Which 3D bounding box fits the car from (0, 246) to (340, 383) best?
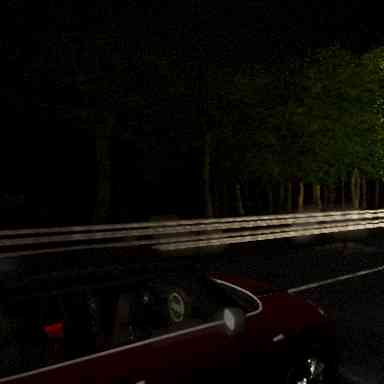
[{"bbox_3d":[-0.557,1.350,3.296,4.553,1.767,2.097,0,0,-35],"label":"car"}]
